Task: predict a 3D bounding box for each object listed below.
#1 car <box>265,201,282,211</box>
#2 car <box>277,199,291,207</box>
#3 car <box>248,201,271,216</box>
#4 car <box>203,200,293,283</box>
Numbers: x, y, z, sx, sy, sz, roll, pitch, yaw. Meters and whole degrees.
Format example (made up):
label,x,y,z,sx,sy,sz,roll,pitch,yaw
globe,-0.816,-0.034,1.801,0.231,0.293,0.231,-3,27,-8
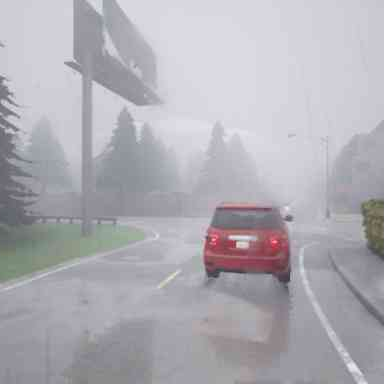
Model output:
label,x,y,z,sx,sy,sz,roll,pitch,yaw
car,11.862,1.965,48.199,1.895,1.301,4.718,0,0,21
car,17.302,2.074,62.440,1.895,1.301,4.718,0,0,21
car,7.469,1.800,36.582,1.812,1.442,4.674,0,0,21
car,1.863,1.301,10.202,2.150,2.045,5.566,0,0,15
